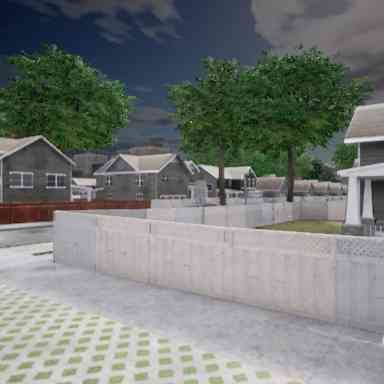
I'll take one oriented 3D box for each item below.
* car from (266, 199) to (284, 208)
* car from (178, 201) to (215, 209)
[{"bbox_3d":[11.877,1.778,48.225,1.882,1.535,5.008,0,0,35],"label":"car"},{"bbox_3d":[0.492,1.650,32.326,2.128,1.511,4.902,0,0,35],"label":"car"}]
